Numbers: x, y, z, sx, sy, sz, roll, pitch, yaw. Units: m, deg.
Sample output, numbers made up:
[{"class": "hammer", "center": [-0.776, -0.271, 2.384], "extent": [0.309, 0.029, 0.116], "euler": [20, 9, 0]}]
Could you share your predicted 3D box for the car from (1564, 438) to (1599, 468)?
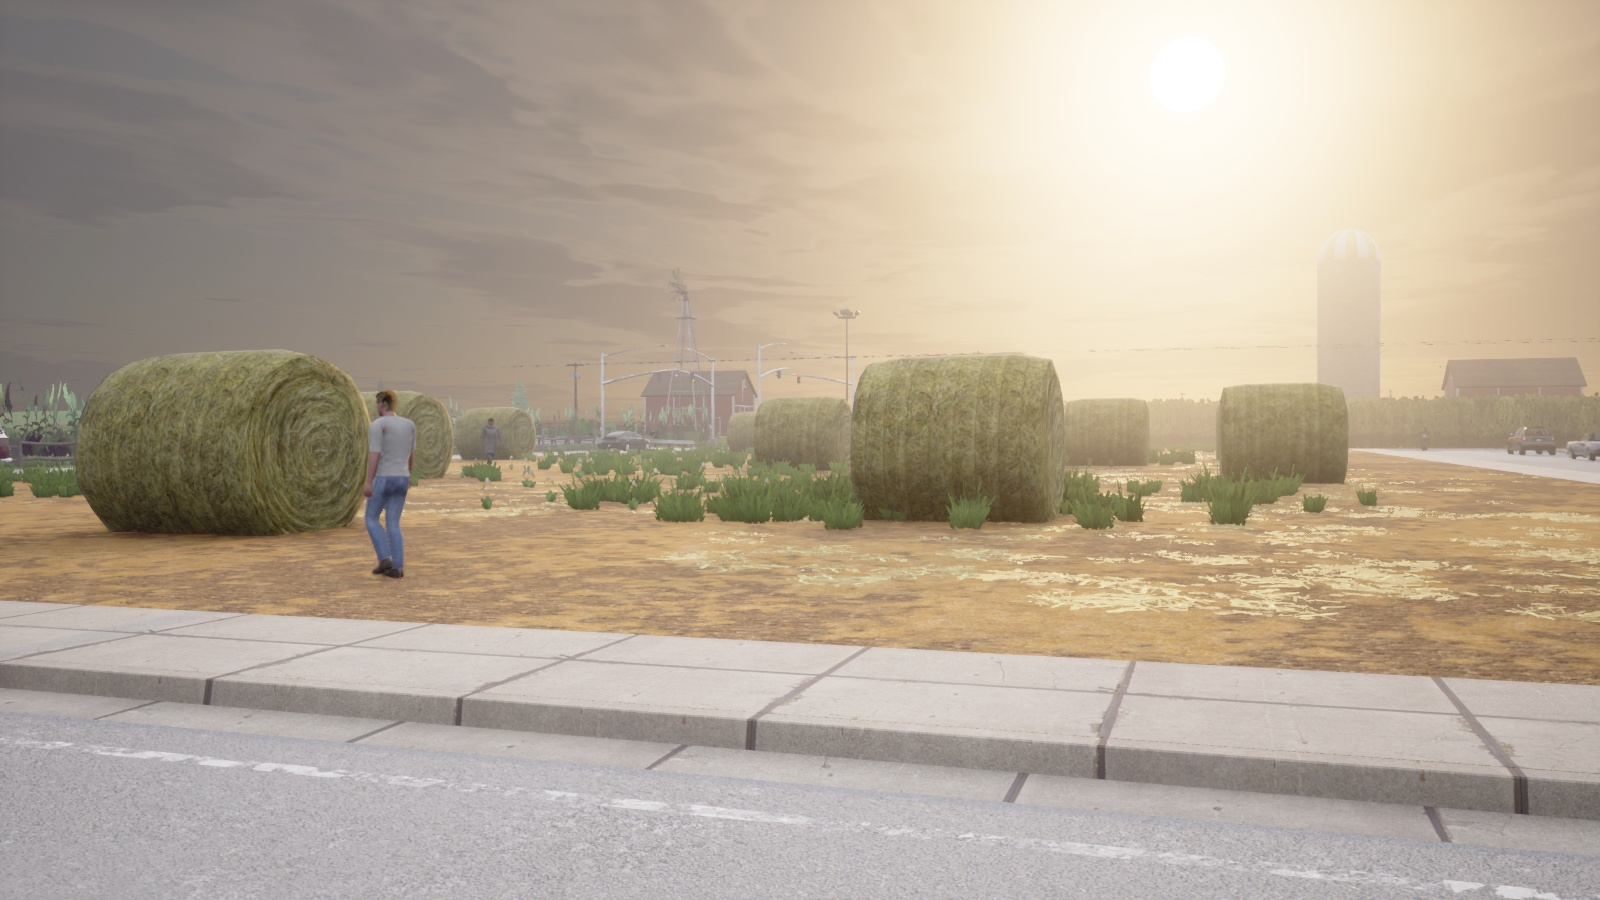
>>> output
[{"class": "car", "center": [36.880, 0.114, 57.757], "extent": [1.895, 1.301, 4.718], "euler": [1, 1, 18]}]

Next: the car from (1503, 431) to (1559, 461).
[{"class": "car", "center": [40.840, -0.274, 70.270], "extent": [1.851, 1.617, 3.988], "euler": [1, 1, 18]}]

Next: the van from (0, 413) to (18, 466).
[{"class": "van", "center": [-32.480, -0.375, 47.554], "extent": [2.069, 2.038, 4.480], "euler": [1, 2, 21]}]

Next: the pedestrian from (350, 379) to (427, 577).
[{"class": "pedestrian", "center": [-3.949, 0.256, 12.038], "extent": [0.706, 1.836, 0.354], "euler": [1, 1, 36]}]

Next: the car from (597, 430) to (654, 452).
[{"class": "car", "center": [-12.362, -0.680, 89.347], "extent": [1.837, 1.490, 4.892], "euler": [1, 1, 21]}]

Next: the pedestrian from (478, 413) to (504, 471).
[{"class": "pedestrian", "center": [-10.555, -0.278, 42.862], "extent": [0.659, 1.952, 0.873], "euler": [0, 1, -28]}]
